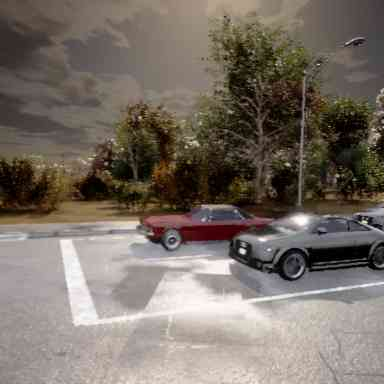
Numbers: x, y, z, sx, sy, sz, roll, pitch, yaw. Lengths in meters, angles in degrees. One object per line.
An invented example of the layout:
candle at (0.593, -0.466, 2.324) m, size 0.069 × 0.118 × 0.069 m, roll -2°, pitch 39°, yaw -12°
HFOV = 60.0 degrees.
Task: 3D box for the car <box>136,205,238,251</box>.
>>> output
car at (0.526, 1.114, 11.461) m, size 4.718 × 1.301 × 1.895 m, roll 0°, pitch 3°, yaw -21°

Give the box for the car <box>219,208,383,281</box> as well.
car at (3.095, 1.244, 8.665) m, size 4.181 × 1.385 × 1.994 m, roll 0°, pitch 3°, yaw -20°

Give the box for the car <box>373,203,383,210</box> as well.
car at (9.040, 1.035, 14.347) m, size 4.181 × 1.385 × 1.994 m, roll -1°, pitch 3°, yaw -18°
